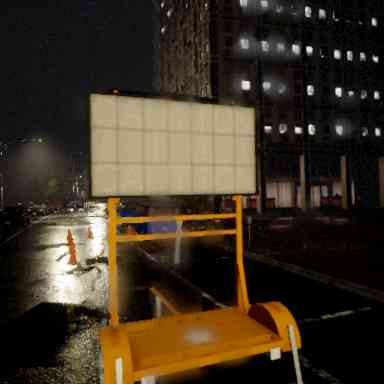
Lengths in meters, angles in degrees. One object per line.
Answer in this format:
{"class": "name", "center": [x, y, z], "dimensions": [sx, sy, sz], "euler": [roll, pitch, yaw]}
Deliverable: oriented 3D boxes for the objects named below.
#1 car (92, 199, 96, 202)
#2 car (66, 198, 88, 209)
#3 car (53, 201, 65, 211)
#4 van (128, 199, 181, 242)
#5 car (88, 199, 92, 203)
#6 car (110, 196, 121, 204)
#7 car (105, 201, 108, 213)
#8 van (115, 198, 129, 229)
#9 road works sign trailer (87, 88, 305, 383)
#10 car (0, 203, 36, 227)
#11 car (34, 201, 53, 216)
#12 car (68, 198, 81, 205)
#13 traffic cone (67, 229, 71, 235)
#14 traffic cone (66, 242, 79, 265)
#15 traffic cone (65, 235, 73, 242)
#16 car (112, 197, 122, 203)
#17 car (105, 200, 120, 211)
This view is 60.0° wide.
{"class": "car", "center": [-27.078, 2.065, 90.291], "dimensions": [2.008, 1.369, 4.403], "euler": [0, 0, -6]}
{"class": "car", "center": [-18.443, 1.864, 53.463], "dimensions": [2.033, 1.411, 5.357], "euler": [-1, 0, -13]}
{"class": "car", "center": [-19.556, 1.917, 46.865], "dimensions": [1.802, 1.307, 4.206], "euler": [0, 0, -14]}
{"class": "van", "center": [-1.814, 1.373, 16.376], "dimensions": [1.690, 1.788, 3.998], "euler": [0, 0, -20]}
{"class": "car", "center": [-25.804, 2.027, 79.550], "dimensions": [2.008, 1.369, 4.403], "euler": [0, 0, -8]}
{"class": "car", "center": [-16.654, 1.730, 72.587], "dimensions": [1.967, 1.590, 4.097], "euler": [0, 0, -9]}
{"class": "car", "center": [-9.164, 1.676, 38.938], "dimensions": [1.752, 1.417, 4.829], "euler": [0, 0, -16]}
{"class": "van", "center": [-3.792, 1.405, 21.895], "dimensions": [1.690, 1.788, 3.998], "euler": [0, 0, -19]}
{"class": "road works sign trailer", "center": [-0.228, 0.467, 4.683], "dimensions": [2.380, 3.560, 2.880], "euler": [-1, 0, -21]}
{"class": "car", "center": [-13.299, 1.786, 24.999], "dimensions": [1.947, 1.339, 4.313], "euler": [0, 0, -18]}
{"class": "car", "center": [-16.635, 1.846, 35.902], "dimensions": [1.947, 1.339, 4.313], "euler": [0, 0, -16]}
{"class": "car", "center": [-24.104, 1.959, 68.555], "dimensions": [1.752, 1.417, 4.829], "euler": [0, 0, -10]}
{"class": "traffic cone", "center": [-5.324, 2.041, 14.488], "dimensions": [0.340, 0.580, 0.340], "euler": [-1, 0, -21]}
{"class": "traffic cone", "center": [-3.858, 2.017, 10.766], "dimensions": [0.340, 0.580, 0.340], "euler": [-1, 0, -22]}
{"class": "traffic cone", "center": [-4.591, 2.029, 12.627], "dimensions": [0.340, 0.580, 0.340], "euler": [-1, 0, -22]}
{"class": "car", "center": [-17.515, 1.853, 78.163], "dimensions": [1.887, 1.381, 4.507], "euler": [0, 0, -8]}
{"class": "car", "center": [-10.660, 1.741, 44.415], "dimensions": [1.947, 1.339, 4.313], "euler": [0, 0, -15]}
